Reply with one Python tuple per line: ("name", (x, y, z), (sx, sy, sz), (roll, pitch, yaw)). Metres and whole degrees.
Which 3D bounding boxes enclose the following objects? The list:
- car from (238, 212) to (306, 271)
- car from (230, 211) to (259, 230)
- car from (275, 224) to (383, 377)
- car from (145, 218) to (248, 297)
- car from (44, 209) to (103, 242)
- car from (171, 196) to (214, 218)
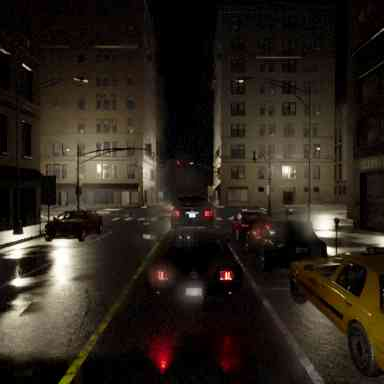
("car", (2.873, 1.563, 10.749), (1.947, 1.339, 4.313), (-1, 0, 0))
("car", (2.879, 1.577, 16.335), (1.802, 1.307, 4.206), (-1, 0, 0))
("car", (2.868, 1.524, 5.333), (1.752, 1.417, 4.829), (-1, 0, 0))
("car", (0.052, 1.598, 8.505), (1.895, 1.301, 4.718), (0, 0, 0))
("car", (-5.667, 1.539, 16.340), (1.887, 1.381, 4.507), (-1, 0, 0))
("car", (0.011, 1.216, 18.497), (2.150, 2.045, 5.566), (0, 0, 0))
